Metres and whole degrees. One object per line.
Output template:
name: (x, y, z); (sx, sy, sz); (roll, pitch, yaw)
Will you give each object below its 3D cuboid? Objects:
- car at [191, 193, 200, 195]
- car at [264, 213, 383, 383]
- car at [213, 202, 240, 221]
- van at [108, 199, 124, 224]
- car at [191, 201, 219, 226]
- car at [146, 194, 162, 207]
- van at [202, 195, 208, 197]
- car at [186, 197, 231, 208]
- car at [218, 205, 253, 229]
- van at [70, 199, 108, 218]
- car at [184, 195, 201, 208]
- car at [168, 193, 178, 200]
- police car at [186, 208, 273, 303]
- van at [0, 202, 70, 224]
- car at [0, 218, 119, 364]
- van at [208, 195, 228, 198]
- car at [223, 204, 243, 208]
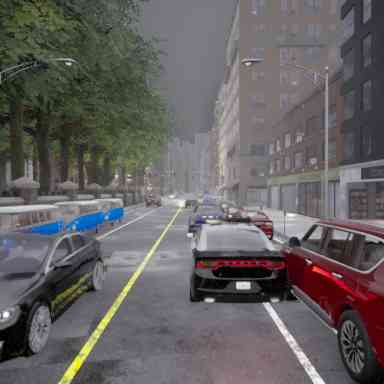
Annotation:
car: (-0.073, 1.437, 58.796); (1.882, 1.535, 5.008); (0, 0, 0)
car: (2.848, 1.316, 5.322); (2.192, 1.841, 5.009); (0, 0, 0)
car: (2.821, 1.576, 27.964); (1.802, 1.307, 4.206); (0, 0, 0)
van: (-5.697, 1.339, 22.265); (1.690, 1.788, 3.998); (0, 0, 0)
car: (0.871, 1.502, 24.273); (1.837, 1.490, 4.892); (0, 0, 0)
car: (-5.731, 1.287, 50.555); (2.192, 1.841, 5.009); (0, 0, 0)
van: (2.793, 1.313, 50.606); (1.690, 1.788, 3.998); (0, 0, 0)
car: (0.857, 1.352, 18.243); (2.097, 1.767, 4.553); (0, 0, 0)
car: (2.829, 1.580, 22.303); (1.802, 1.307, 4.206); (0, 0, 0)
van: (-5.690, 1.341, 16.607); (1.690, 1.788, 3.998); (0, 0, 0)
car: (-0.030, 1.482, 46.092); (1.837, 1.490, 4.892); (0, 0, 0)
car: (-5.786, 1.422, 94.074); (1.752, 1.417, 4.829); (0, 0, 0)
police car: (0.891, 1.427, 8.384); (1.930, 1.638, 5.238); (0, 0, 0)
van: (-5.683, 1.342, 10.949); (1.690, 1.788, 3.998); (0, 0, 0)
car: (-3.006, 1.493, 6.090); (2.128, 1.511, 4.902); (0, 0, 0)
van: (2.814, 1.331, 33.624); (1.690, 1.788, 3.998); (0, 0, 0)
car: (2.836, 1.545, 16.643); (1.887, 1.381, 4.507); (0, 0, 0)
